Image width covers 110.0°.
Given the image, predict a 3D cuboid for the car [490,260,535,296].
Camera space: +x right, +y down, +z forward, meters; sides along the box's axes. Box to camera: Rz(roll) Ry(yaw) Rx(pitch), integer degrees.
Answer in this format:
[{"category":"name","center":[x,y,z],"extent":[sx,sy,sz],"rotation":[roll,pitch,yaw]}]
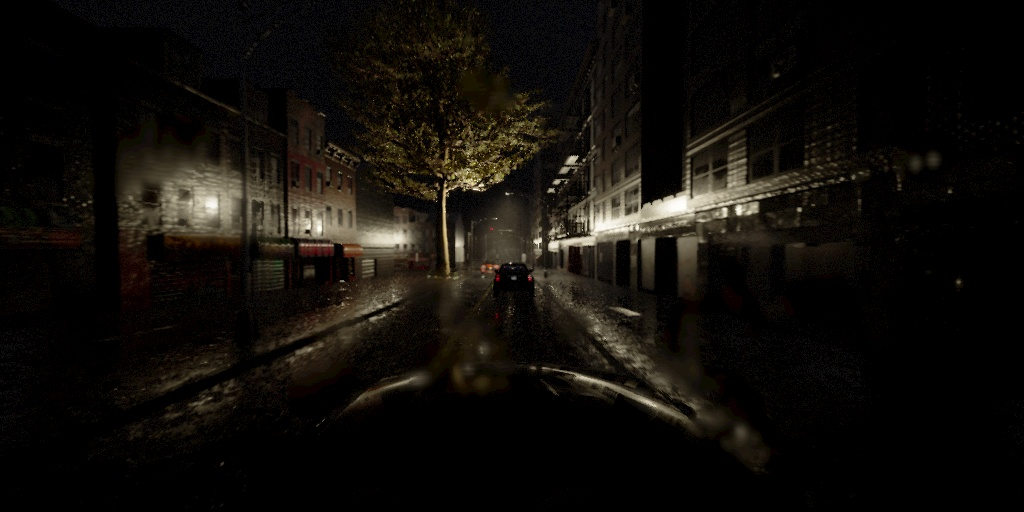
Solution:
[{"category":"car","center":[0.091,1.142,19.892],"extent":[2.097,1.767,4.553],"rotation":[0,0,0]}]

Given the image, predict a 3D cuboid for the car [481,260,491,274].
[{"category":"car","center":[-2.779,1.358,46.180],"extent":[2.097,1.767,4.553],"rotation":[0,0,0]}]
